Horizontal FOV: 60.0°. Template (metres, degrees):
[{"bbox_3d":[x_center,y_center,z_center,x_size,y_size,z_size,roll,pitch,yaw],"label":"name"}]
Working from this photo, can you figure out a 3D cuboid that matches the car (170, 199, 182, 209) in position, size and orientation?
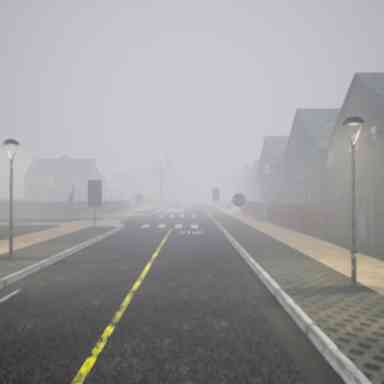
[{"bbox_3d":[-2.775,1.994,56.968,2.128,1.511,4.902,0,0,0],"label":"car"}]
